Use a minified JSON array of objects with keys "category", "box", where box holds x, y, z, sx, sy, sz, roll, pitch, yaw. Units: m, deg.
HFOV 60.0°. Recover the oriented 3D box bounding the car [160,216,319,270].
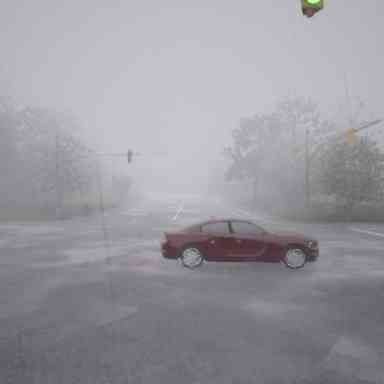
[{"category":"car","box":[1.473,1.542,10.784,5.008,1.535,1.882,0,-1,2]}]
